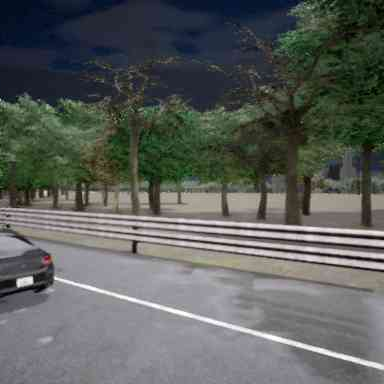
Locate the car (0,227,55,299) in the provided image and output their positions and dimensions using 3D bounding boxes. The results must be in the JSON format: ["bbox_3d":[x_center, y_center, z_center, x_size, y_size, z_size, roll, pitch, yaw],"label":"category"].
[{"bbox_3d":[-5.010,1.530,7.717,4.674,1.442,1.812,0,0,37],"label":"car"}]
